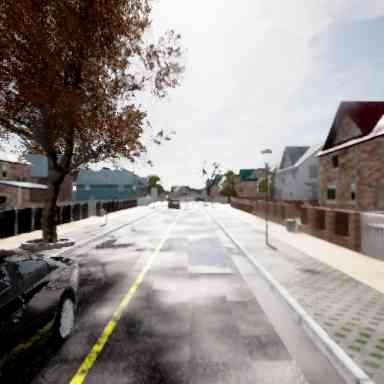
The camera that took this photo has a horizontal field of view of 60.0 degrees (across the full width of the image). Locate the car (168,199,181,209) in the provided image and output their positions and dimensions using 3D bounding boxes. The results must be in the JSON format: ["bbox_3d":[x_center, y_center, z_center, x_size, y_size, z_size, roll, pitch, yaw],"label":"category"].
[{"bbox_3d":[-2.744,1.853,51.684,1.837,1.490,4.892,0,-1,0],"label":"car"}]

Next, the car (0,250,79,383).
[{"bbox_3d":[-2.849,1.491,3.655,1.882,1.535,5.008,0,0,0],"label":"car"}]
